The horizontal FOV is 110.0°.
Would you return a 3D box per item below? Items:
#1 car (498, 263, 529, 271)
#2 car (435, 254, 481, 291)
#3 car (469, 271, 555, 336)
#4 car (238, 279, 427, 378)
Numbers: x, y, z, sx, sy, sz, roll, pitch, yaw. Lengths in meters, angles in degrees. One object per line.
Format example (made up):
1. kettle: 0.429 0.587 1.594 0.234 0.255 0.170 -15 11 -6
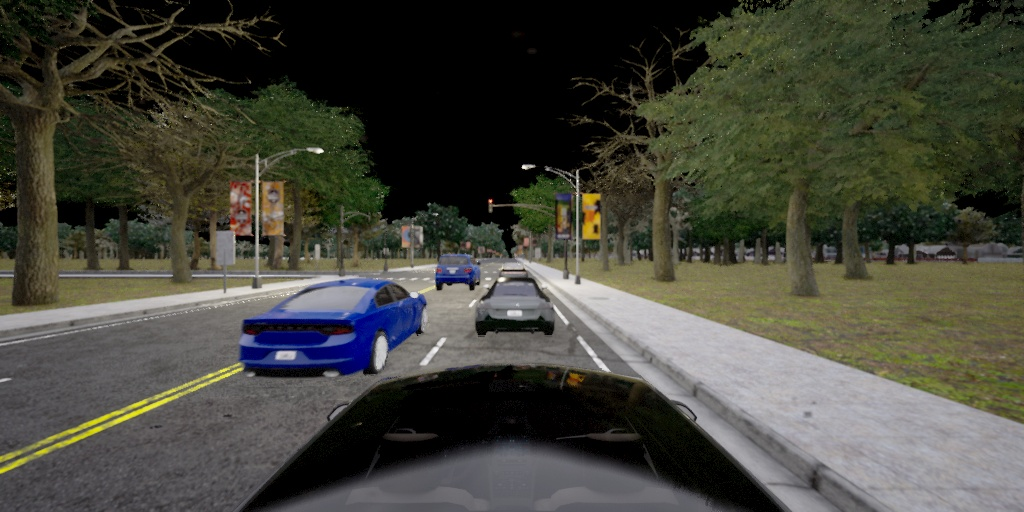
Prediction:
1. car: 0.095 1.182 23.444 2.128 1.511 4.902 0 0 0
2. car: -3.155 0.917 21.700 2.150 2.045 5.566 0 0 0
3. car: 0.092 1.289 10.290 1.994 1.385 4.181 0 0 1
4. car: -3.149 1.211 7.463 1.882 1.535 5.008 0 1 0
